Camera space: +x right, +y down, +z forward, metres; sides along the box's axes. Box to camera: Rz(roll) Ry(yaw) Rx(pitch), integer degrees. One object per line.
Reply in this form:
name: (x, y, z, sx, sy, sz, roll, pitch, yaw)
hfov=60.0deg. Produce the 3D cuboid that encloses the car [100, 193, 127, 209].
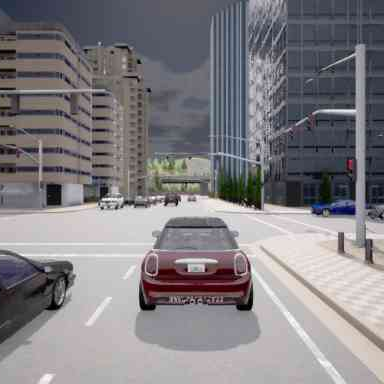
car: (-10.601, 1.222, 44.433, 2.150, 2.045, 5.566, 0, 0, 0)

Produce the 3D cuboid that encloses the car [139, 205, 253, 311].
car: (0.082, 1.352, 7.940, 2.097, 1.767, 4.553, 0, 0, 0)

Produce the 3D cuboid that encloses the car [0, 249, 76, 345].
car: (-3.434, 1.547, 4.742, 2.033, 1.411, 5.357, 0, 0, 0)

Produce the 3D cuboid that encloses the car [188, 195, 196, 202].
car: (-0.004, 1.547, 75.812, 1.994, 1.385, 4.181, 0, 0, 0)

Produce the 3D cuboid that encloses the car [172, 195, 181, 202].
car: (-3.504, 1.472, 75.537, 1.882, 1.535, 5.008, 0, 0, 0)

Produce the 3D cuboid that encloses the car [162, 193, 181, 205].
car: (-3.402, 1.221, 56.239, 2.150, 2.045, 5.566, 0, 0, 0)

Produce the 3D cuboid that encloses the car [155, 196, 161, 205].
car: (-7.083, 1.491, 57.459, 2.128, 1.511, 4.902, 0, 0, 0)

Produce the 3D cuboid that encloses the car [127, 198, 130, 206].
car: (-10.594, 1.601, 54.201, 1.895, 1.301, 4.718, 0, 0, 0)

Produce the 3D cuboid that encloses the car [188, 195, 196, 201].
car: (-0.004, 1.493, 84.305, 1.812, 1.442, 4.674, 0, 0, 0)

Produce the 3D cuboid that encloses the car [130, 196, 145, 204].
car: (-10.542, 1.491, 64.578, 2.128, 1.511, 4.902, 0, 0, 1)

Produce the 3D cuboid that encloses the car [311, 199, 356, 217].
car: (13.292, 1.422, 29.837, 5.008, 1.535, 1.882, 0, 0, 1)

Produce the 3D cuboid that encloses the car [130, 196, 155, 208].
car: (-7.101, 1.547, 47.946, 2.033, 1.411, 5.357, 0, 0, 0)

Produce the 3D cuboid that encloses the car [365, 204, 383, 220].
car: (16.279, 1.436, 26.314, 4.902, 1.511, 2.128, 0, 0, 0)
